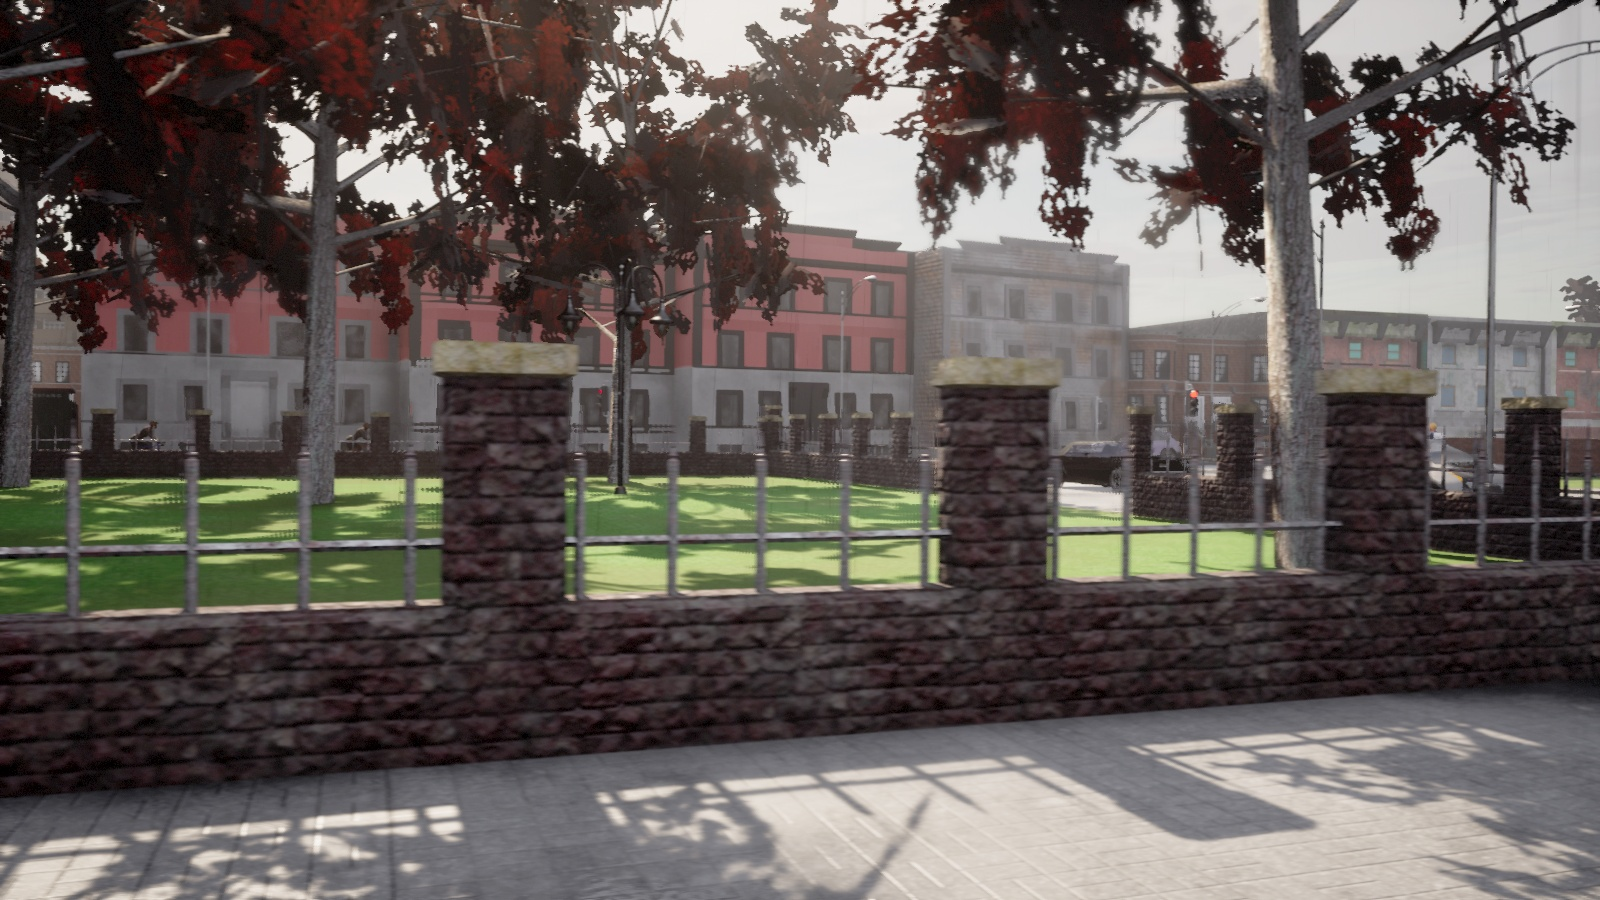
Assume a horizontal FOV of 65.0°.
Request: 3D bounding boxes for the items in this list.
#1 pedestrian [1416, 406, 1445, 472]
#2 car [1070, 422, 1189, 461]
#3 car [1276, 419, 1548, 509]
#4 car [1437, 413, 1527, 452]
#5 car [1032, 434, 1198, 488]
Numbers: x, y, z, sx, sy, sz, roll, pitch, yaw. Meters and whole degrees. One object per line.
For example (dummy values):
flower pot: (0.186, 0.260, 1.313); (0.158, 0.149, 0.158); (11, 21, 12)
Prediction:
pedestrian: (17.578, -0.310, 35.014); (0.354, 1.836, 0.706); (-1, 1, -13)
car: (14.882, -0.403, 56.765); (4.856, 1.649, 2.033); (-1, 1, -19)
car: (11.520, 0.201, 24.029); (2.007, 1.525, 4.514); (-1, 1, -21)
car: (34.511, -0.890, 63.549); (3.866, 1.878, 1.905); (-1, 1, -19)
car: (8.261, 0.239, 33.382); (1.895, 1.301, 4.718); (-1, 1, -21)
